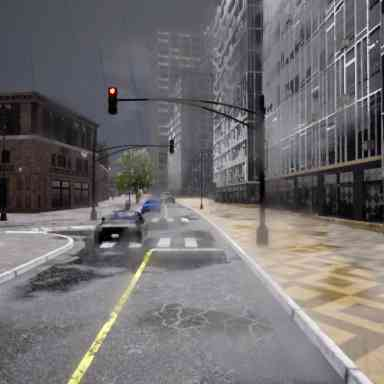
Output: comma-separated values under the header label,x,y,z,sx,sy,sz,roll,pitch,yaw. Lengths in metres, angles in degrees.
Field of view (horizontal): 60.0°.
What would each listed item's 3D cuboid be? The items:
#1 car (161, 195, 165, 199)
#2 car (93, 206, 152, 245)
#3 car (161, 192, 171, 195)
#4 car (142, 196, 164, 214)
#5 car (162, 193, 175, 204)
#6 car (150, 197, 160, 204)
label,x,y,z,sx,sy,sz,roll,pitch,yaw
car,-5.664,1.554,51.513,1.994,1.385,4.181,0,0,-6
car,-3.160,1.564,15.405,1.994,1.385,4.181,0,0,-2
car,-5.755,1.041,74.638,2.150,2.045,5.566,0,0,-9
car,-4.205,1.472,35.100,1.882,1.535,5.008,0,0,-4
car,-4.287,1.495,64.299,1.837,1.490,4.892,0,0,-8
car,-7.627,1.637,68.458,1.895,1.301,4.718,0,0,-8
